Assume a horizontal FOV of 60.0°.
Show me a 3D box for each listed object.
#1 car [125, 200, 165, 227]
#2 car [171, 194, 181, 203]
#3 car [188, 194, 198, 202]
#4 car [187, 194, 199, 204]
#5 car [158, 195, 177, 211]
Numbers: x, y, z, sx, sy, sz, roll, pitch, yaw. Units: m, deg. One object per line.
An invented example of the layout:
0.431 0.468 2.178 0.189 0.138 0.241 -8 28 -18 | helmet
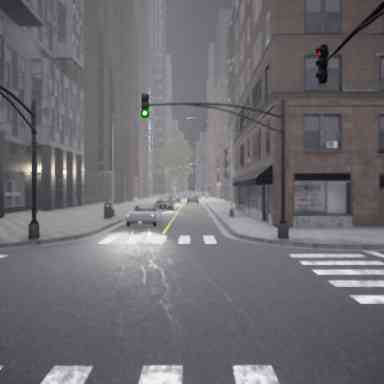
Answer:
-3.043 1.455 21.602 1.895 1.301 4.718 0 0 0 | car
-2.891 1.103 56.380 2.128 1.511 4.902 0 0 0 | car
0.132 1.086 63.100 1.812 1.442 4.674 0 0 0 | car
0.111 1.129 52.678 2.128 1.511 4.902 0 0 0 | car
-3.016 1.314 36.595 1.994 1.385 4.181 0 0 0 | car
